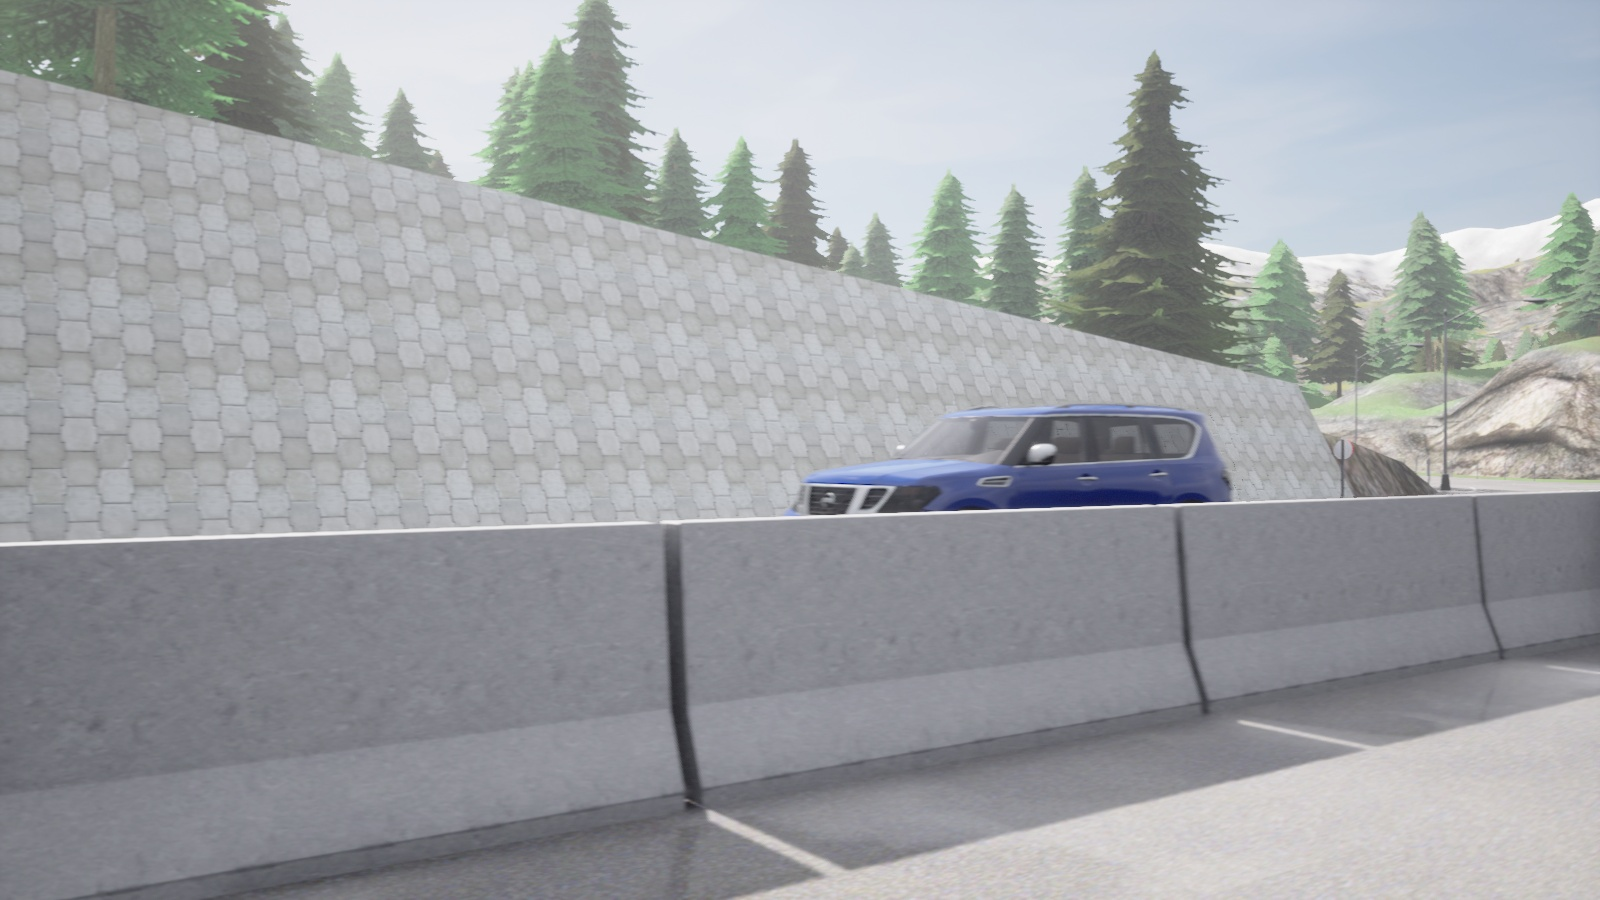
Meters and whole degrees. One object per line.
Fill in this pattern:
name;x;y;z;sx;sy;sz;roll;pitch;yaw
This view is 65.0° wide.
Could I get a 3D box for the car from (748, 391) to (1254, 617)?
car;2.357;0.493;13.829;5.566;2.045;2.150;0;0;-35
